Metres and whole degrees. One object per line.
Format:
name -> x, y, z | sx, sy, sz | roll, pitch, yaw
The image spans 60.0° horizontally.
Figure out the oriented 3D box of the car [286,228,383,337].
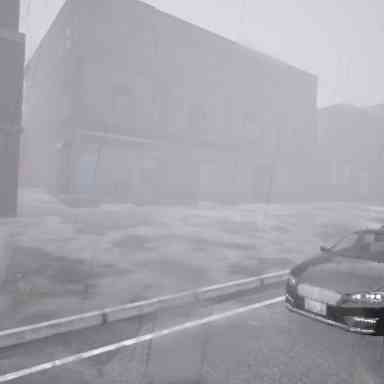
car -> 3.879, 1.501, 6.550 | 4.902, 1.511, 2.128 | 0, 0, -36
